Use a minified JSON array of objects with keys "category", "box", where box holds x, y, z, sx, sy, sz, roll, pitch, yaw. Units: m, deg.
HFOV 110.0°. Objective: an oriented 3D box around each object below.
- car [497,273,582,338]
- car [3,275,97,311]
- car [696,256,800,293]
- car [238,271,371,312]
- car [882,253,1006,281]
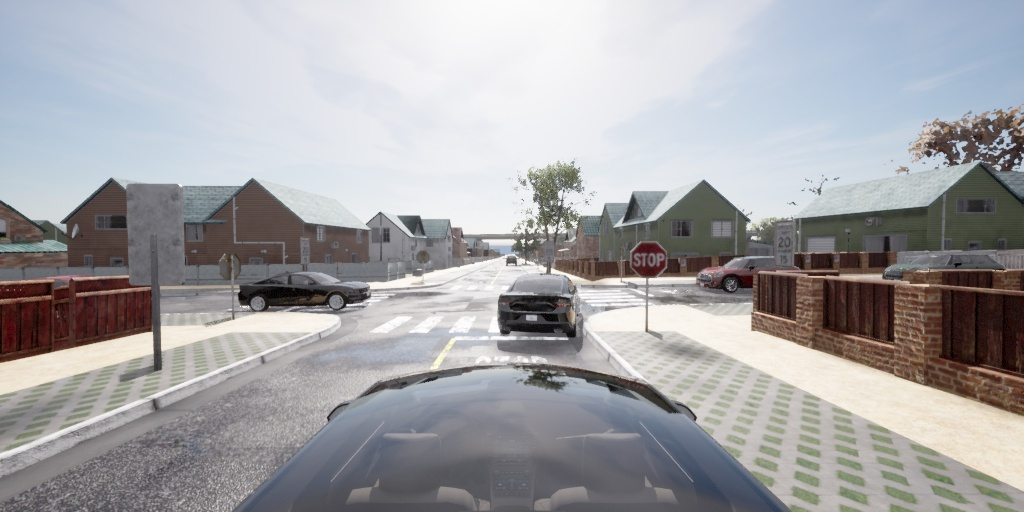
[{"category":"car","box":[0.947,1.224,10.384,1.882,1.535,5.008,0,0,12]},{"category":"car","box":[-18.036,1.546,14.823,5.008,1.535,1.882,-1,2,0]},{"category":"car","box":[11.785,0.820,18.008,4.553,1.767,2.097,-1,2,0]},{"category":"car","box":[-8.485,1.376,14.898,5.008,1.535,1.882,-1,2,0]},{"category":"car","box":[21.680,0.646,18.092,4.553,1.767,2.097,-1,2,0]}]
